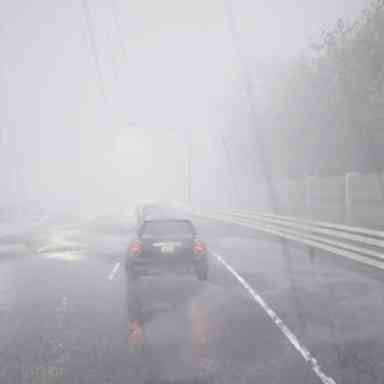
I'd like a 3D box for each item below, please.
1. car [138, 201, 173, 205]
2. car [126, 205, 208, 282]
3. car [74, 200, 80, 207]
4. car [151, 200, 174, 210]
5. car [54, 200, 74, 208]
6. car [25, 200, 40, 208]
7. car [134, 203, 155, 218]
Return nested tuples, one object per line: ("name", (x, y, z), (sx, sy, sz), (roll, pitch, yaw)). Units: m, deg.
("car", (-2.915, 1.622, 24.115), (2.097, 1.767, 4.553), (0, -1, -11))
("car", (-0.792, 1.466, 10.335), (2.097, 1.767, 4.553), (0, -1, -5))
("car", (-25.313, 2.333, 69.999), (1.882, 1.535, 5.008), (0, -1, -41))
("car", (-4.902, 2.166, 56.141), (2.033, 1.411, 5.357), (-1, -1, 17))
("car", (-24.752, 2.332, 63.567), (2.033, 1.411, 5.357), (0, -1, -35))
("car", (-32.407, 2.386, 67.598), (2.128, 1.511, 4.902), (0, -1, -41))
("car", (-5.281, 1.957, 36.335), (2.033, 1.411, 5.357), (0, -1, -10))
